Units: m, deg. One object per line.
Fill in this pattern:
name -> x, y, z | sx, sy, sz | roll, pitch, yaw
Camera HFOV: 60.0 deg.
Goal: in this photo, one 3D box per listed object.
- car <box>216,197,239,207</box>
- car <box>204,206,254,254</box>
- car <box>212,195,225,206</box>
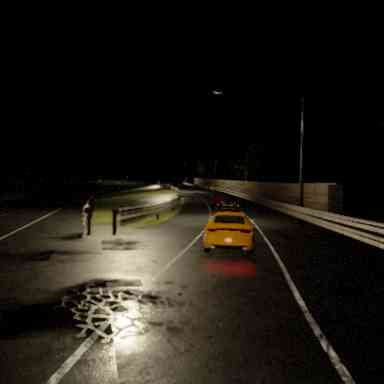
car -> 3.521, 1.622, 32.457 | 1.837, 1.490, 4.892 | 2, 1, 4
car -> 1.634, 1.603, 14.323 | 1.882, 1.535, 5.008 | 2, -1, 8
car -> 3.999, 1.183, 48.626 | 1.882, 1.535, 5.008 | 1, 2, 0
